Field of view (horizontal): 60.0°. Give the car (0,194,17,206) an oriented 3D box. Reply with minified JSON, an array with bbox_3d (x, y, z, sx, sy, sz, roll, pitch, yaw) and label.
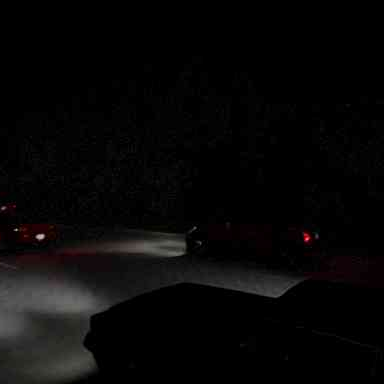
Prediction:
[{"bbox_3d":[-14.151,1.135,22.757,5.566,2.045,2.150,0,0,35],"label":"car"}]

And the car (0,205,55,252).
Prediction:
[{"bbox_3d":[-7.493,1.477,13.689,4.674,1.442,1.812,0,0,36],"label":"car"}]

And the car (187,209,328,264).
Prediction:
[{"bbox_3d":[2.020,1.341,11.208,4.553,1.767,2.097,0,0,35],"label":"car"}]

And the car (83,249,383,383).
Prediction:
[{"bbox_3d":[1.091,1.600,3.225,4.718,1.301,1.895,0,0,35],"label":"car"}]
